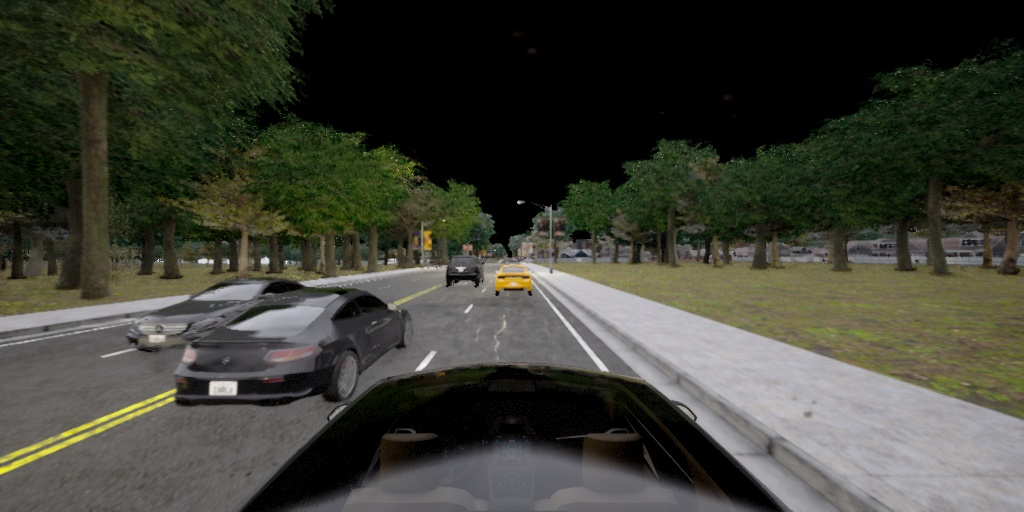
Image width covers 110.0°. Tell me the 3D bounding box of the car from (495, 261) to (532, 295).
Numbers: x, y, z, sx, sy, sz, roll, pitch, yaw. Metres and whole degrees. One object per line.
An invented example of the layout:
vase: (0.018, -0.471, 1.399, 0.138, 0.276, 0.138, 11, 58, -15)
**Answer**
car: (0.086, 1.234, 20.039, 1.882, 1.535, 5.008, 0, 0, 0)

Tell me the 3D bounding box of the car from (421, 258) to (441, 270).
car: (-9.782, 0.973, 43.999, 1.994, 1.385, 4.181, 0, 0, 0)

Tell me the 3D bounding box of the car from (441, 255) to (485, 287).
car: (-3.168, 0.984, 24.888, 2.150, 2.045, 5.566, 0, 0, 0)

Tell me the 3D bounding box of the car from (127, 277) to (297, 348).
car: (-6.605, 1.282, 9.003, 1.812, 1.442, 4.674, 0, 0, 0)

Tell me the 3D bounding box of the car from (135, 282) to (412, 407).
car: (-3.152, 1.279, 6.215, 1.812, 1.442, 4.674, 0, 0, 0)
